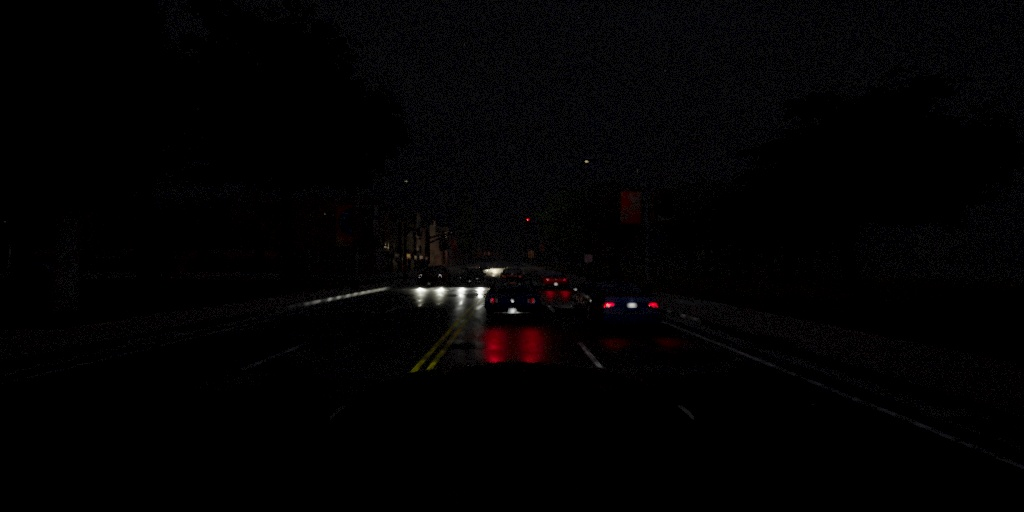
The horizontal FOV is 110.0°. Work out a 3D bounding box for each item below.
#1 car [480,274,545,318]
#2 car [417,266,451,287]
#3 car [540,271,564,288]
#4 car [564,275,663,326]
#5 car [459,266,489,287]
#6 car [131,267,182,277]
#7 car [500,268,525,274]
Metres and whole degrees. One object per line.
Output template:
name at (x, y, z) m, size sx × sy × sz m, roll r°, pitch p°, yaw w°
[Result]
car at (0.044, 1.518, 13.809) m, size 1.895 × 1.301 × 4.718 m, roll 0°, pitch -1°, yaw 1°
car at (-6.541, 1.653, 30.551) m, size 2.097 × 1.767 × 4.553 m, roll 0°, pitch -1°, yaw 0°
car at (3.295, 1.861, 28.840) m, size 1.895 × 1.301 × 4.718 m, roll 0°, pitch -1°, yaw 1°
car at (3.275, 1.436, 12.251) m, size 2.033 × 1.411 × 5.357 m, roll 0°, pitch -1°, yaw 0°
car at (-3.291, 1.805, 30.441) m, size 1.837 × 1.490 × 4.892 m, roll 0°, pitch -2°, yaw 0°
car at (-43.853, 1.981, 44.231) m, size 4.718 × 1.301 × 1.895 m, roll 0°, pitch -1°, yaw 0°
car at (0.053, 1.760, 29.748) m, size 1.882 × 1.535 × 5.008 m, roll 0°, pitch -2°, yaw 1°
